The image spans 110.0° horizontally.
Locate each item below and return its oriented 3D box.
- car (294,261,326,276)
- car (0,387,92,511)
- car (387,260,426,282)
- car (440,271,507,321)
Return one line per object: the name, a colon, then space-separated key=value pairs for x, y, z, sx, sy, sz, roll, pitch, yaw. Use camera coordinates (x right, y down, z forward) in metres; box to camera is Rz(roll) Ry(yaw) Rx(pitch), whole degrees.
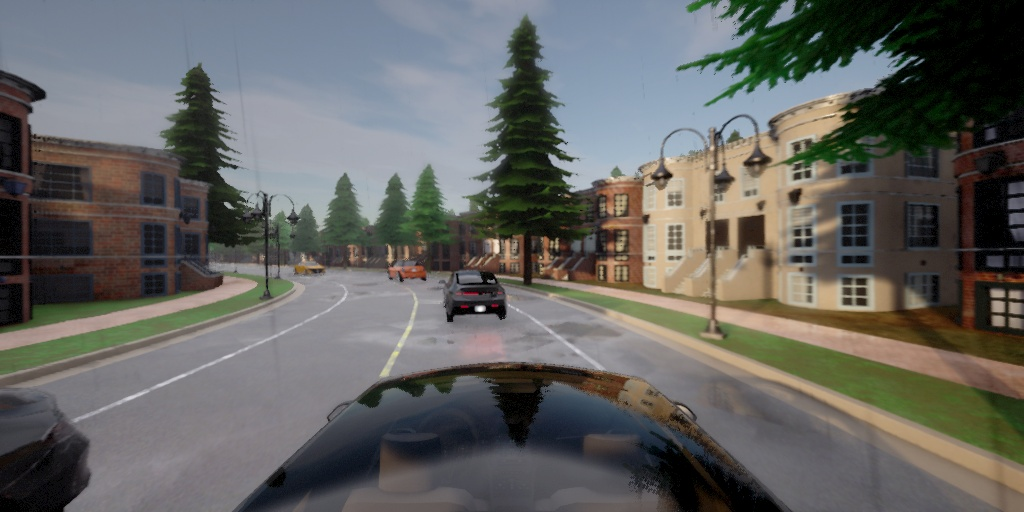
car: x=-21.673 y=1.300 z=38.369 sx=5.008 sy=1.535 sz=1.882 roll=0 pitch=0 yaw=43
car: x=-3.712 y=1.306 z=0.442 sx=1.812 sy=1.442 sz=4.674 roll=0 pitch=0 yaw=-1
car: x=-8.564 y=1.099 z=28.941 sx=2.097 sy=1.767 sz=4.553 roll=-1 pitch=0 yaw=-32
car: x=-1.428 y=1.240 z=12.501 sx=1.837 sy=1.490 sz=4.892 roll=0 pitch=0 yaw=-13
